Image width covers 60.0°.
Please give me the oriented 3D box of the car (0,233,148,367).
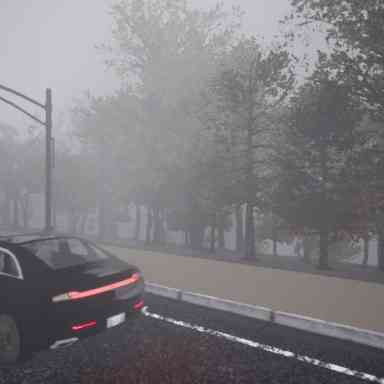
[{"bbox_3d":[-2.972,1.486,5.805,4.902,1.511,2.128,0,0,36],"label":"car"}]
